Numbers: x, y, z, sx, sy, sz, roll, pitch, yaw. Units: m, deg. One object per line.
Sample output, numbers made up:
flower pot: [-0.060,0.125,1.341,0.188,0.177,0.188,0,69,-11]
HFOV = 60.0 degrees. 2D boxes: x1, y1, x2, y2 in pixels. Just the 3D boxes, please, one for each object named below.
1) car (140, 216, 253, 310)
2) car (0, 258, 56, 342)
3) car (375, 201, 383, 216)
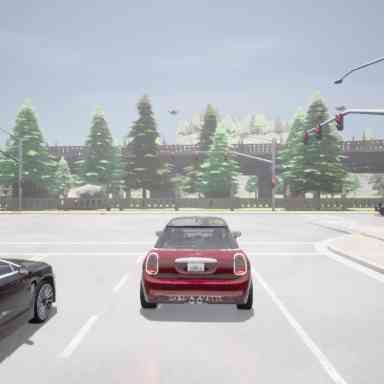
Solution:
car: [0.146,1.352,8.010,2.097,1.767,4.553,0,0,2]
car: [-3.434,1.492,4.259,2.128,1.511,4.902,0,0,0]
car: [19.465,1.166,29.714,5.566,2.045,2.150,0,0,1]
